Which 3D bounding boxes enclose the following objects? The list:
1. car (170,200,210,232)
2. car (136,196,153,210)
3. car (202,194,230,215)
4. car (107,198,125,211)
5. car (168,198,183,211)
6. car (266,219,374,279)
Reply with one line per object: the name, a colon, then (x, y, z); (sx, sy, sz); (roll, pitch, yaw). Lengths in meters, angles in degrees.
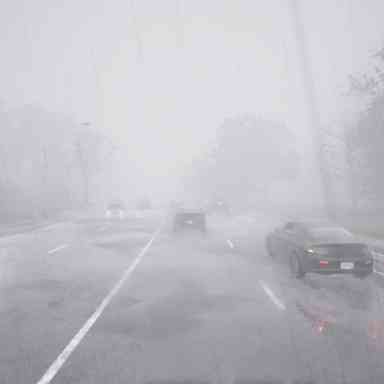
car: (-0.207, 1.482, 20.361); (1.882, 1.535, 5.008); (0, 0, -2)
car: (-6.165, 1.355, 42.865); (2.097, 1.767, 4.553); (0, 0, -10)
car: (2.351, 1.231, 34.064); (2.150, 2.045, 5.566); (0, 0, -6)
car: (-9.480, 1.478, 41.566); (1.882, 1.535, 5.008); (0, 0, -10)
car: (-1.755, 1.486, 38.686); (1.882, 1.535, 5.008); (0, 0, -7)
car: (3.549, 1.528, 9.962); (1.812, 1.442, 4.674); (0, 0, -1)
